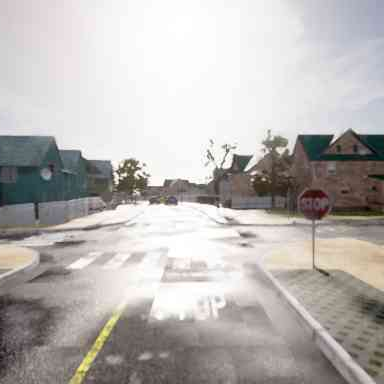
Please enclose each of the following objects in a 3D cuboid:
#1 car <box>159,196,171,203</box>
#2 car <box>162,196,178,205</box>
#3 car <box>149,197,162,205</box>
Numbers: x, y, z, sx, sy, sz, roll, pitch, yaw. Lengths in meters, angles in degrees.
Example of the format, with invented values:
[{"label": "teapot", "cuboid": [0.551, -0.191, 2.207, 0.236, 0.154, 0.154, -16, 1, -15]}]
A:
[{"label": "car", "cuboid": [-5.803, 1.616, 70.755, 1.882, 1.535, 5.008, 0, -1, -12]}, {"label": "car", "cuboid": [-3.848, 1.484, 60.823, 2.097, 1.767, 4.553, 0, 0, -10]}, {"label": "car", "cuboid": [-7.321, 1.685, 64.495, 1.837, 1.490, 4.892, 0, -1, -10]}]
